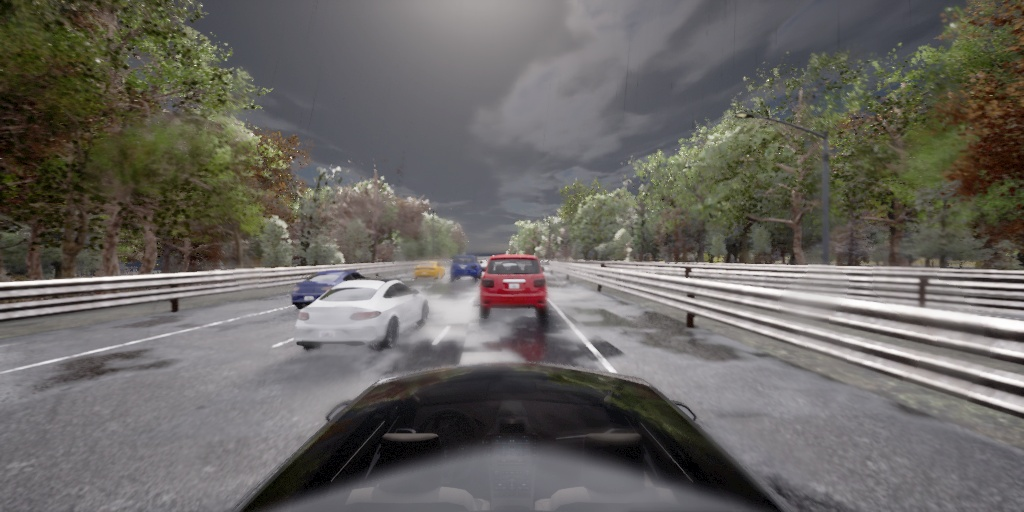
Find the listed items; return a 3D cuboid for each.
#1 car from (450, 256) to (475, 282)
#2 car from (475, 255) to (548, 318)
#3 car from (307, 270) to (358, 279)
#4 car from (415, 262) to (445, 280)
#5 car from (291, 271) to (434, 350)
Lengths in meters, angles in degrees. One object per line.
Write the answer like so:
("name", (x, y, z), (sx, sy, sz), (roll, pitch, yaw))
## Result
("car", (-3.668, 0.997, 29.321), (2.150, 2.045, 5.566), (0, 0, -1))
("car", (0.045, 0.978, 13.224), (2.150, 2.045, 5.566), (0, 0, 0))
("car", (-6.967, 1.286, 14.564), (1.812, 1.442, 4.674), (0, 0, 0))
("car", (-7.220, 1.258, 31.826), (1.882, 1.535, 5.008), (0, 0, -1))
("car", (-3.428, 1.281, 8.936), (1.812, 1.442, 4.674), (0, 0, 0))
